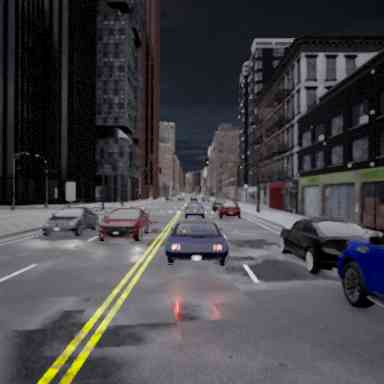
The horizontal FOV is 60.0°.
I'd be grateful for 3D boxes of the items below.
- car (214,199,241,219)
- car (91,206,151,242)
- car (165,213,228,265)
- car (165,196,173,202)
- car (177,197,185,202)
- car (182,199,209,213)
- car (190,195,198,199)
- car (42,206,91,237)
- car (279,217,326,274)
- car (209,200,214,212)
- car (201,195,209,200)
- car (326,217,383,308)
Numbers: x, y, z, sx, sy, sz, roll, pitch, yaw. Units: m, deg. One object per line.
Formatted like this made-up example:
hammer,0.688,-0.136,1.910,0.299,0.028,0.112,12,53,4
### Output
car,3.412,1.625,31.228,1.882,1.535,5.008,0,0,1
car,-3.274,1.516,16.865,1.882,1.535,5.008,0,0,0
car,0.148,1.647,11.905,1.895,1.301,4.718,0,0,0
car,-6.053,1.833,87.976,1.837,1.490,4.892,0,0,0
car,-2.803,1.898,87.958,2.033,1.411,5.357,0,0,0
car,0.247,1.669,30.868,2.033,1.411,5.357,0,0,0
car,0.453,1.839,88.960,1.882,1.535,5.008,0,0,0
car,-6.516,1.545,18.363,1.812,1.442,4.674,0,0,0
car,4.267,1.552,10.886,1.882,1.535,5.008,0,0,0
car,3.482,1.703,42.434,1.837,1.490,4.892,0,0,1
car,3.700,1.907,88.527,2.033,1.411,5.357,0,0,0
car,4.238,1.277,4.916,2.150,2.045,5.566,0,0,0
